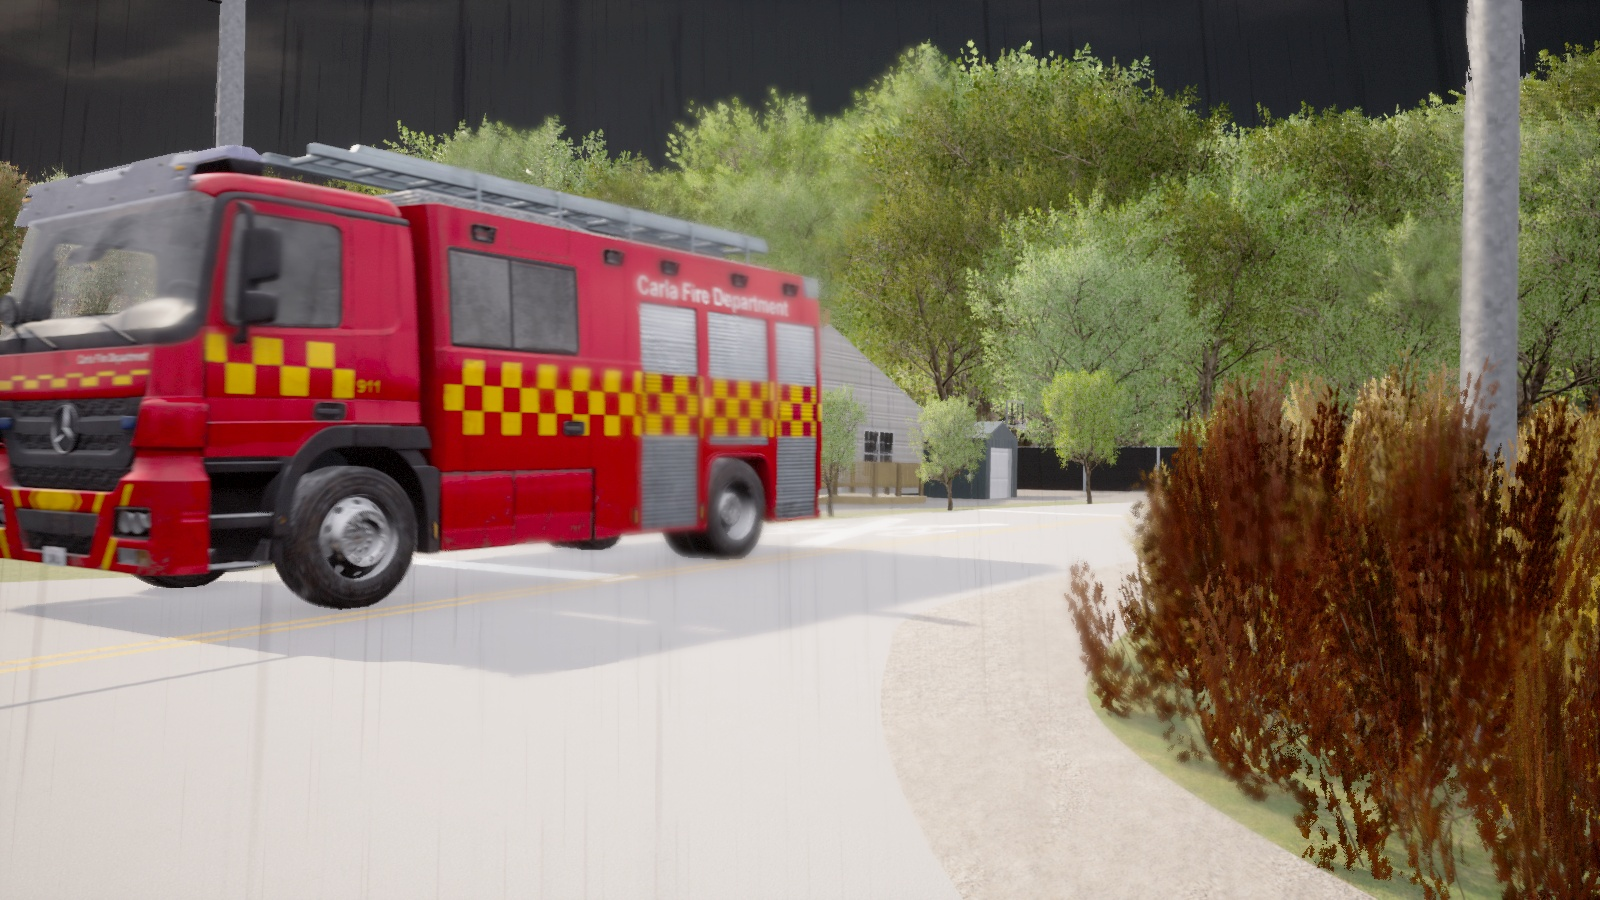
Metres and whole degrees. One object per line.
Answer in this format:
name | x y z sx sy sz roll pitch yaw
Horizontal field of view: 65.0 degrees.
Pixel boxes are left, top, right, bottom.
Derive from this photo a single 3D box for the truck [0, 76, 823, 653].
truck | -3.313 -0.608 12.640 2.891 3.827 8.468 0 0 34
